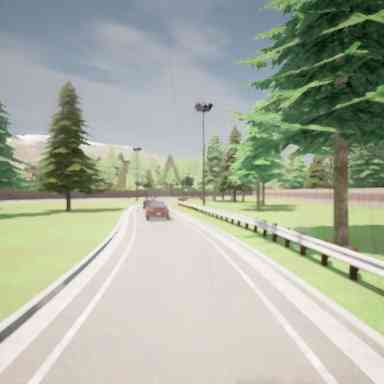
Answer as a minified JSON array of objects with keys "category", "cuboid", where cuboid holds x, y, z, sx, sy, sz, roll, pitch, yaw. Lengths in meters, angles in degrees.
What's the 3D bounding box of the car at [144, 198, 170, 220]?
[{"category":"car","cuboid":[-2.865,1.468,27.219,1.812,1.442,4.674,0,0,-10]}]
